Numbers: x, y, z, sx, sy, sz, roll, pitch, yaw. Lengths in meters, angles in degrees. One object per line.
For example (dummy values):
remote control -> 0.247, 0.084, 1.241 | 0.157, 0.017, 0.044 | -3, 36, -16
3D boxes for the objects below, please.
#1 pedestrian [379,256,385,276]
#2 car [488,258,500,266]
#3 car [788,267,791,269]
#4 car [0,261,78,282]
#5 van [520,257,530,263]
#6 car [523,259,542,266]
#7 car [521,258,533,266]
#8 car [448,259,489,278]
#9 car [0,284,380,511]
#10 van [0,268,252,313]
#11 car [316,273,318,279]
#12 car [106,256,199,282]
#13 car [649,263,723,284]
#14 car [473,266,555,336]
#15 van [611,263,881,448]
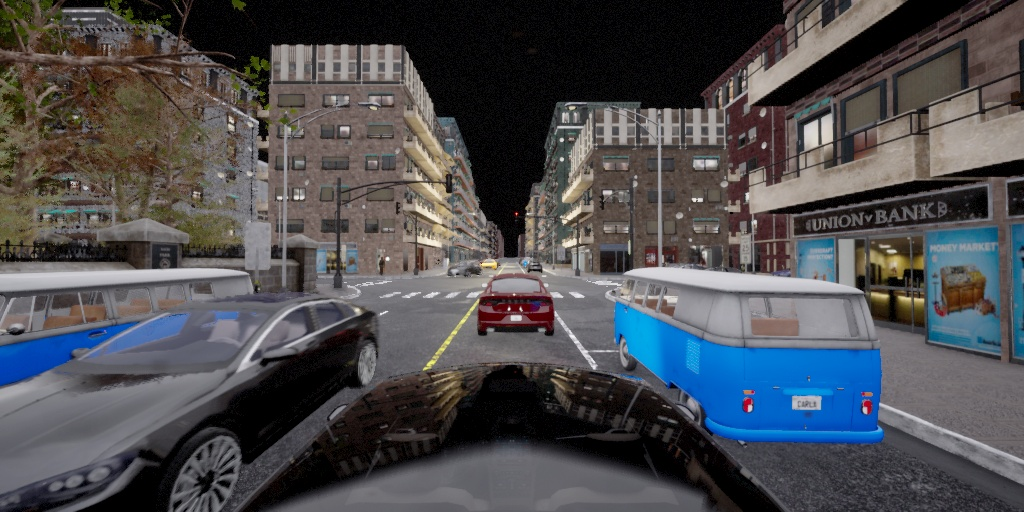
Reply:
pedestrian -> -12.544, 0.968, 34.481 | 0.375, 1.860, 0.375 | 0, -1, 1
car -> -3.103, 1.244, 49.873 | 1.882, 1.535, 5.008 | 0, 0, 0
car -> 23.119, 1.451, 28.527 | 4.674, 1.442, 1.812 | 0, -1, 1
car -> -35.362, 1.093, 26.015 | 5.357, 1.411, 2.033 | 0, -1, 1
van -> 2.683, 1.112, 59.968 | 1.690, 1.789, 3.998 | 0, 0, 0
car -> 2.685, 1.330, 43.041 | 1.948, 1.339, 4.313 | 0, 0, 0
car -> 2.684, 1.317, 48.684 | 2.007, 1.370, 4.403 | 0, 0, 0
car -> -4.360, 1.253, 34.096 | 2.128, 1.511, 4.902 | 0, 0, 18
car -> -3.100, 1.242, 4.077 | 2.128, 1.511, 4.902 | 0, 0, 0
van -> -5.657, 1.092, 5.095 | 1.690, 1.789, 3.998 | 0, 0, 0
car -> -16.608, 1.139, 25.787 | 4.902, 1.511, 2.128 | 0, -1, 1
car -> -25.835, 0.949, 25.898 | 4.553, 1.767, 2.097 | 0, -1, 1
car -> 13.792, 1.364, 28.638 | 4.902, 1.511, 2.128 | 0, -1, 1
car -> 0.096, 1.230, 10.456 | 1.882, 1.535, 5.008 | 0, 0, 0
van -> 2.658, 1.092, 5.094 | 1.690, 1.789, 3.998 | 0, 0, 0
